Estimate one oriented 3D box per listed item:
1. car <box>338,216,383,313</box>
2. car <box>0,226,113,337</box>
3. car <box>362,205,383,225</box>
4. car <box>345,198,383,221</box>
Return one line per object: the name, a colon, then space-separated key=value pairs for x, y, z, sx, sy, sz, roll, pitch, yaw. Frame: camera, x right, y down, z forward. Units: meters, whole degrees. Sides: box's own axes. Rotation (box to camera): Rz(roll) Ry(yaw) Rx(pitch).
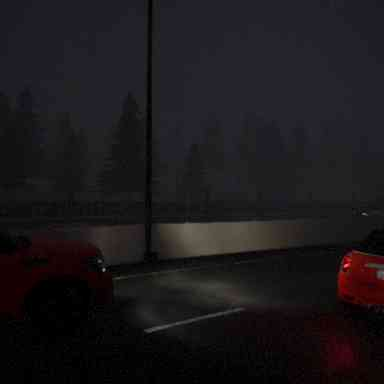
car: x=5.070 y=1.438 z=6.608 sx=4.553 sy=1.767 sz=2.097 roll=1 pitch=0 yaw=-30
car: x=-4.073 y=1.208 z=5.063 sx=5.566 sy=2.045 sz=2.150 roll=2 pitch=-1 yaw=-35
car: x=16.423 y=1.846 z=27.169 sx=4.674 sy=1.442 sz=1.812 roll=1 pitch=0 yaw=-18
car: x=17.455 y=1.577 z=31.228 sx=5.566 sy=2.045 sz=2.150 roll=1 pitch=0 yaw=-17
